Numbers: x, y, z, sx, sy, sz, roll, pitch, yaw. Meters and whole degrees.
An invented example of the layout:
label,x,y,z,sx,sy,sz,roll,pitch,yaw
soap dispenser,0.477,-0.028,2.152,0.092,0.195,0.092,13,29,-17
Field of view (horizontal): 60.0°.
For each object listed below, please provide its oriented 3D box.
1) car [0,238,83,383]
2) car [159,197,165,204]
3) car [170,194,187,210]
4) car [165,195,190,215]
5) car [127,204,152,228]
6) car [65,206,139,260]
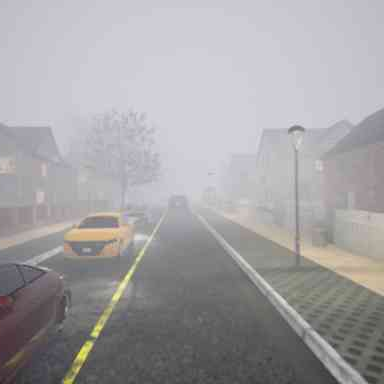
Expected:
label,x,y,z,sx,sy,sz,roll,pitch,yaw
car,-2.974,1.601,4.001,1.994,1.385,4.181,-1,0,-3
car,-5.886,1.851,71.072,2.128,1.511,4.902,-1,0,-3
car,-1.920,1.383,46.253,2.150,2.045,5.566,-1,0,-3
car,-1.421,1.321,35.046,2.150,2.045,5.566,-1,0,-3
car,-3.823,1.578,23.096,2.128,1.511,4.902,-1,0,-2
car,-3.372,1.535,12.808,1.882,1.535,5.008,-1,0,-3
